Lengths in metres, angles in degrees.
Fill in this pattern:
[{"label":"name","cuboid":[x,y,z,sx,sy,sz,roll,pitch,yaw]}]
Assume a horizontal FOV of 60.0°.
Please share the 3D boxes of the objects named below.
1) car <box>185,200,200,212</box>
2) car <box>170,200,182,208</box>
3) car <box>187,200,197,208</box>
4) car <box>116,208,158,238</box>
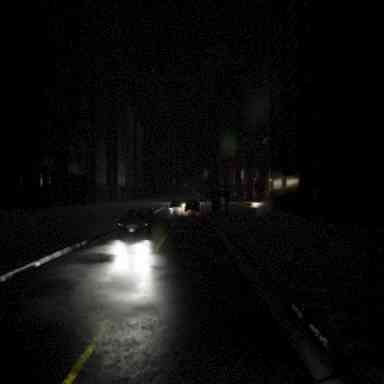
[{"label":"car","cuboid":[0.056,1.915,48.877,2.097,1.767,4.553,0,0,1]},{"label":"car","cuboid":[-3.003,2.204,62.409,1.837,1.490,4.892,0,0,1]},{"label":"car","cuboid":[0.053,2.293,65.259,1.994,1.385,4.181,0,-1,0]},{"label":"car","cuboid":[-3.092,1.719,19.477,2.128,1.511,4.902,0,-1,0]}]
